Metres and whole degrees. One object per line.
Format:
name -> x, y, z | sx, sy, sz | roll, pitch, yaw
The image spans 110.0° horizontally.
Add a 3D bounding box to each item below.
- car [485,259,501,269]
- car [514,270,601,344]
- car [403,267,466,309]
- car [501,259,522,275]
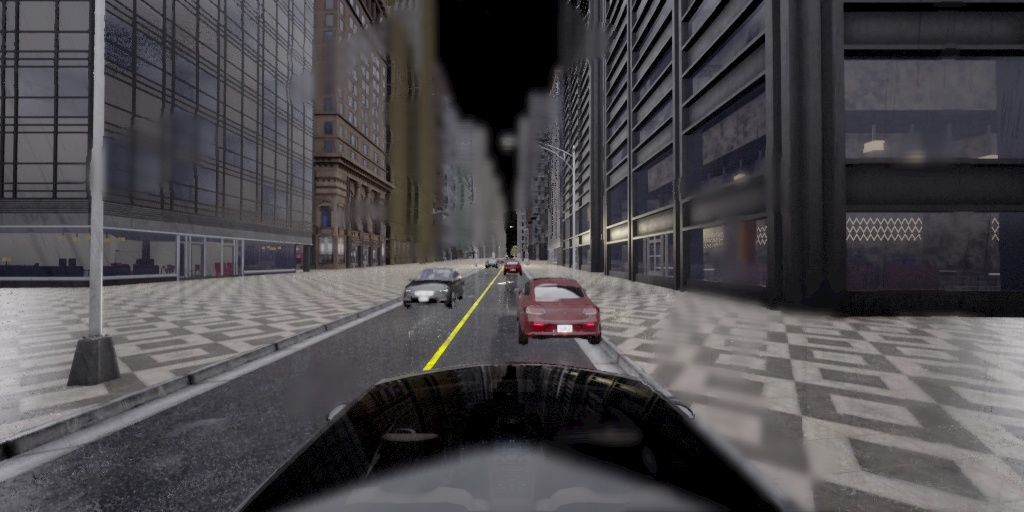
car -> -3.088, 1.241, 55.093 | 1.882, 1.535, 5.008 | 0, 0, 0
car -> 1.051, 1.278, 9.428 | 1.812, 1.442, 4.674 | 0, 0, 0
car -> -3.100, 1.245, 15.040 | 2.128, 1.511, 4.902 | 0, 0, 0
car -> 0.086, 1.237, 38.830 | 1.882, 1.535, 5.008 | 0, 0, 0
